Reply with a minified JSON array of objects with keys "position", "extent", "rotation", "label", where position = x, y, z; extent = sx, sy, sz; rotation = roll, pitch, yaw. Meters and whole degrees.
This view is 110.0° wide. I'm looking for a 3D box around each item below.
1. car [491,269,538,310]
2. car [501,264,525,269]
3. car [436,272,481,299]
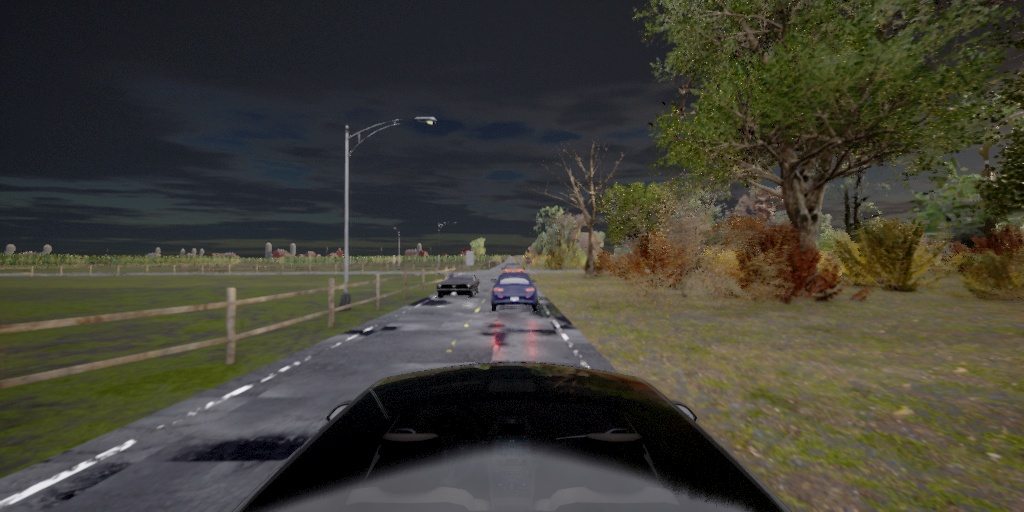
[{"position":[0.098,1.443,15.534],"extent":[1.812,1.442,4.674],"rotation":[0,-1,0],"label":"car"},{"position":[0.099,1.454,32.257],"extent":[2.097,1.767,4.553],"rotation":[0,-1,0],"label":"car"},{"position":[-2.848,1.568,19.838],"extent":[1.895,1.301,4.718],"rotation":[0,-1,0],"label":"car"}]
